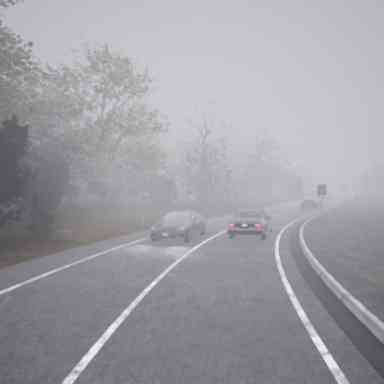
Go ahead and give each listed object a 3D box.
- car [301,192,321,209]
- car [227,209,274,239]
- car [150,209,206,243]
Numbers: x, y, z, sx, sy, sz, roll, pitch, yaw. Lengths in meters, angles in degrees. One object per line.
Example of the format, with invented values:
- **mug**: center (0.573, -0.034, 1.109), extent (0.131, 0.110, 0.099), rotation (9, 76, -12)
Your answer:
- **car**: center (14.387, 1.193, 40.246), extent (1.812, 1.442, 4.674), rotation (-3, 0, 30)
- **car**: center (3.220, 1.586, 17.733), extent (2.033, 1.411, 5.357), rotation (-1, 0, 19)
- **car**: center (-0.546, 1.626, 16.920), extent (1.812, 1.442, 4.674), rotation (-1, -1, 16)
